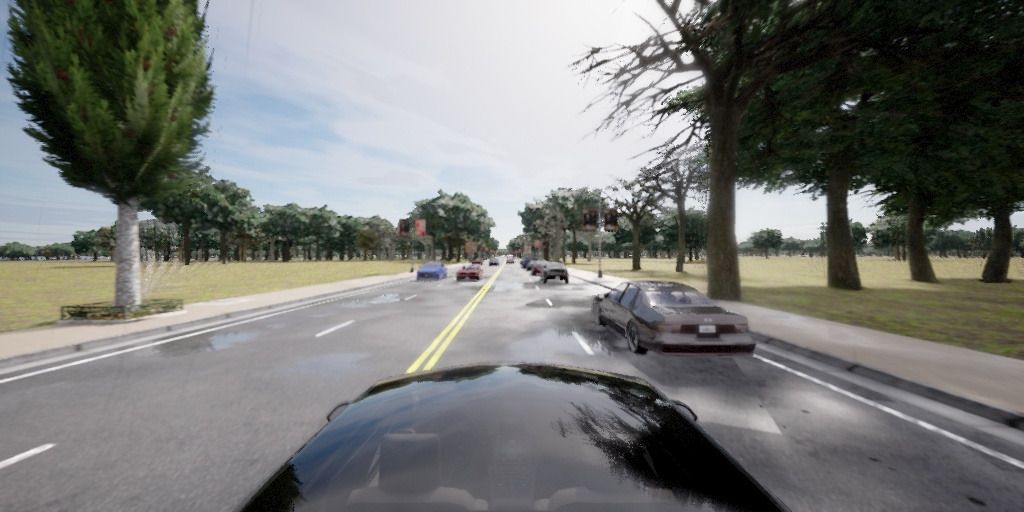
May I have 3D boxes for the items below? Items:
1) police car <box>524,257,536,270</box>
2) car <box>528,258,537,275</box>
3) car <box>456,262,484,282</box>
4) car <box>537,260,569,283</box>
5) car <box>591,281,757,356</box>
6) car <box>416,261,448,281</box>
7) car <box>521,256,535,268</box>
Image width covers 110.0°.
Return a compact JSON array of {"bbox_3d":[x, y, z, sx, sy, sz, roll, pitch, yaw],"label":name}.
[{"bbox_3d":[3.120,1.276,49.685,2.038,1.542,4.974,0,0,0],"label":"police car"},{"bbox_3d":[3.171,1.270,38.709,2.163,1.488,4.792,0,0,0],"label":"car"},{"bbox_3d":[-3.394,1.362,29.379,1.895,1.301,4.718,0,0,0],"label":"car"},{"bbox_3d":[3.209,1.264,27.674,1.837,1.490,4.892,0,0,0],"label":"car"},{"bbox_3d":[3.347,1.299,8.655,2.033,1.411,5.357,0,0,0],"label":"car"},{"bbox_3d":[-6.644,1.239,30.266,1.882,1.535,5.008,0,0,0],"label":"car"},{"bbox_3d":[3.058,0.999,60.720,2.150,2.045,5.566,0,0,0],"label":"car"}]
